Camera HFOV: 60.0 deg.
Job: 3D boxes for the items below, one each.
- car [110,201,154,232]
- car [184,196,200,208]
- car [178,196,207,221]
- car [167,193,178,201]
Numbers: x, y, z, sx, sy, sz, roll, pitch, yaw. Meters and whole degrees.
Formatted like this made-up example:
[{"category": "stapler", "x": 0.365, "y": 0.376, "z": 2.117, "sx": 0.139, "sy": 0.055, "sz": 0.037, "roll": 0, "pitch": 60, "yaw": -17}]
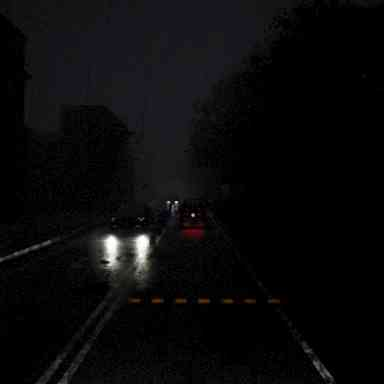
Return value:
[{"category": "car", "x": -3.371, "y": 1.325, "z": 19.350, "sx": 1.882, "sy": 1.535, "sz": 5.008, "roll": 0, "pitch": 1, "yaw": 0}, {"category": "car", "x": -0.042, "y": 1.216, "z": 42.258, "sx": 1.895, "sy": 1.301, "sz": 4.718, "roll": 0, "pitch": 1, "yaw": -1}, {"category": "car", "x": 0.065, "y": 1.300, "z": 25.162, "sx": 1.837, "sy": 1.490, "sz": 4.892, "roll": 0, "pitch": 1, "yaw": 0}, {"category": "car", "x": -3.578, "y": 0.910, "z": 62.134, "sx": 1.812, "sy": 1.442, "sz": 4.674, "roll": 0, "pitch": 1, "yaw": 0}]
